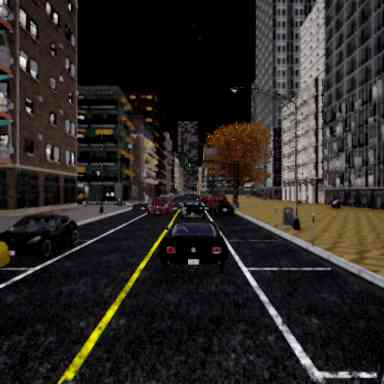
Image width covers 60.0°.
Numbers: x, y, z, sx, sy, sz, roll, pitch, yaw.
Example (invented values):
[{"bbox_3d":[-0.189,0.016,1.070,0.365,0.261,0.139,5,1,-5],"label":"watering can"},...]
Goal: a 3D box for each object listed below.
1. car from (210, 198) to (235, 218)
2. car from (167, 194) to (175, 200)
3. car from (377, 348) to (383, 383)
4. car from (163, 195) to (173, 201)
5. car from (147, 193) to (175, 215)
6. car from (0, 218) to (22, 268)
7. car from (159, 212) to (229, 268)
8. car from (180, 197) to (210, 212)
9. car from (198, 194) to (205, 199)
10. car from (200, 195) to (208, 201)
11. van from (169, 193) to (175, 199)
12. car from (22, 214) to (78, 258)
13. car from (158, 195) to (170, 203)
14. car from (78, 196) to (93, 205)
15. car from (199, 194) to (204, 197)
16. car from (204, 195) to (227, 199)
[{"bbox_3d":[2.696,1.479,29.123,1.947,1.339,4.313,0,0,0],"label":"car"},{"bbox_3d":[-5.679,1.227,89.166,1.967,1.590,4.097,0,0,0],"label":"car"},{"bbox_3d":[2.693,1.561,1.509,1.947,1.339,4.313,0,0,0],"label":"car"},{"bbox_3d":[-5.680,1.354,78.101,2.008,1.369,4.403,0,0,0],"label":"car"},{"bbox_3d":[-3.065,1.256,32.156,2.097,1.767,4.553,0,0,0],"label":"car"},{"bbox_3d":[-5.688,1.502,6.863,1.752,1.417,4.829,0,0,0],"label":"car"},{"bbox_3d":[0.064,1.565,11.058,1.895,1.301,4.718,0,0,0],"label":"car"},{"bbox_3d":[0.072,1.410,27.134,2.128,1.511,4.902,0,0,0],"label":"car"},{"bbox_3d":[2.702,1.361,94.697,1.802,1.307,4.206,0,0,0],"label":"car"},{"bbox_3d":[2.700,1.329,78.270,1.752,1.417,4.829,0,0,0],"label":"car"},{"bbox_3d":[-5.678,1.120,94.699,1.690,1.788,3.998,0,0,0],"label":"van"},{"bbox_3d":[-5.687,1.525,12.556,1.947,1.339,4.313,0,0,0],"label":"car"},{"bbox_3d":[-5.681,1.373,67.035,2.008,1.369,4.403,0,0,0],"label":"car"},{"bbox_3d":[-16.420,1.205,47.630,4.403,1.369,2.008,1,-1,-1],"label":"car"},{"bbox_3d":[2.699,1.368,67.034,1.887,1.381,4.507,0,0,0],"label":"car"},{"bbox_3d":[2.696,1.213,34.646,2.192,1.841,5.009,0,0,0],"label":"car"}]
